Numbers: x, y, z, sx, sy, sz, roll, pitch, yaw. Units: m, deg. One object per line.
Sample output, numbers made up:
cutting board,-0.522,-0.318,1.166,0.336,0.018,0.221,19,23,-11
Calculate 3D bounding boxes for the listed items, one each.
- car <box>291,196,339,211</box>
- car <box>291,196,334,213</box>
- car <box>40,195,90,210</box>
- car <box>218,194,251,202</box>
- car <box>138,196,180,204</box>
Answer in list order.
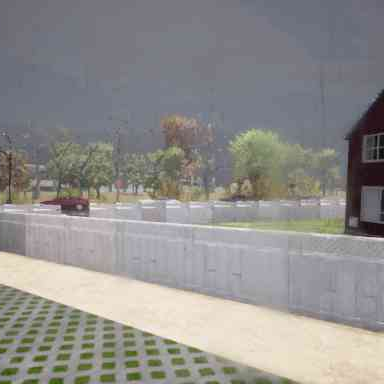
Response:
car,13.772,1.210,37.177,4.892,1.490,1.837,-1,2,-18
car,12.266,1.318,33.249,4.902,1.511,2.128,0,2,-18
car,-13.416,1.125,35.146,5.008,1.535,1.882,0,2,-18
car,5.550,1.039,41.479,4.674,1.442,1.812,-1,2,-18
car,-3.908,1.177,38.328,4.718,1.301,1.895,0,2,-18
